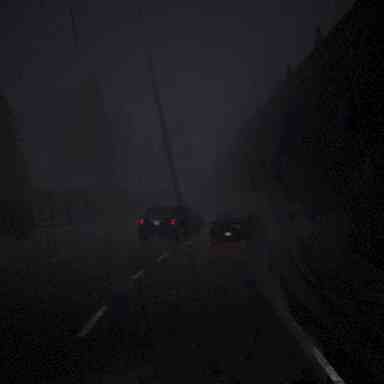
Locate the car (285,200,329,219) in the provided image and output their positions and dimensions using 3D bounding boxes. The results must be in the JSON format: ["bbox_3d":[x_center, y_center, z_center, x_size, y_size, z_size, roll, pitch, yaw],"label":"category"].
[{"bbox_3d":[10.829,1.491,31.255,4.553,1.767,2.097,0,0,-35],"label":"car"}]

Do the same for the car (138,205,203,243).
[{"bbox_3d":[-0.868,1.428,16.889,2.097,1.767,4.553,0,0,20],"label":"car"}]

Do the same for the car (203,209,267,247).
[{"bbox_3d":[2.295,1.548,15.674,1.882,1.535,5.008,-1,0,20],"label":"car"}]

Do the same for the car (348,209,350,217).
[{"bbox_3d":[16.321,1.699,30.460,4.181,1.385,1.994,0,0,-27],"label":"car"}]

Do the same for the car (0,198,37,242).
[{"bbox_3d":[-9.242,1.286,14.313,2.150,2.045,5.566,0,0,14],"label":"car"}]
